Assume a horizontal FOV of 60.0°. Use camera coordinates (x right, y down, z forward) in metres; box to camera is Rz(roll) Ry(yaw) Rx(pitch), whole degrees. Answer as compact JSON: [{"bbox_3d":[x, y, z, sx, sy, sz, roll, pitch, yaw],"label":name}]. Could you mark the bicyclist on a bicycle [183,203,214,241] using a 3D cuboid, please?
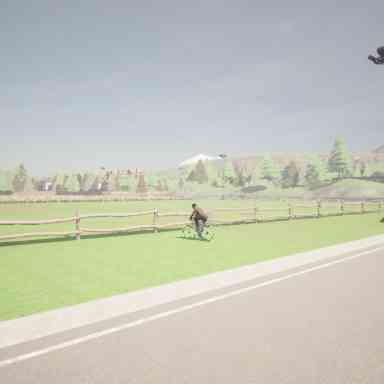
[{"bbox_3d":[0.243,1.304,14.362,1.656,1.620,0.582,-3,-2,38],"label":"bicyclist on a bicycle"}]
